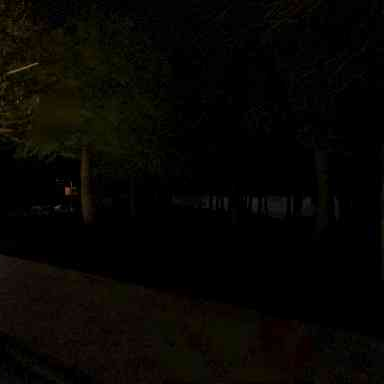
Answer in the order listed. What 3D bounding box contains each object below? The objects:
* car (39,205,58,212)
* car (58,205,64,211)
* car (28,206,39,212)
[{"bbox_3d":[-33.342,3.886,77.193,1.837,1.490,4.892,0,-2,-9],"label":"car"},{"bbox_3d":[-35.052,4.238,87.477,2.128,1.511,4.902,0,-2,-9],"label":"car"},{"bbox_3d":[-36.762,4.000,77.948,2.033,1.411,5.357,0,-2,-9],"label":"car"}]
